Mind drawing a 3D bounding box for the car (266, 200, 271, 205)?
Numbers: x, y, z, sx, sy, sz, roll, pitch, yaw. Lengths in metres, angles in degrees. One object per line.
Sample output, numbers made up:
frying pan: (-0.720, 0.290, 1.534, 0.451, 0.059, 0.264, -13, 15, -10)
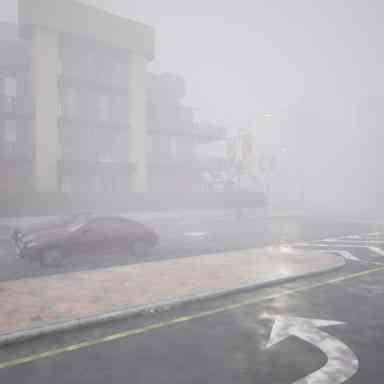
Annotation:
car: (10.668, 1.491, 54.275, 2.128, 1.511, 4.902, 0, 0, -34)

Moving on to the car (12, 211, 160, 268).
car: (-3.335, 1.526, 11.383, 4.674, 1.442, 1.812, 0, 0, -34)

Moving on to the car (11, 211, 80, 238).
car: (-4.842, 1.547, 14.593, 5.357, 1.411, 2.033, 0, 0, -34)
